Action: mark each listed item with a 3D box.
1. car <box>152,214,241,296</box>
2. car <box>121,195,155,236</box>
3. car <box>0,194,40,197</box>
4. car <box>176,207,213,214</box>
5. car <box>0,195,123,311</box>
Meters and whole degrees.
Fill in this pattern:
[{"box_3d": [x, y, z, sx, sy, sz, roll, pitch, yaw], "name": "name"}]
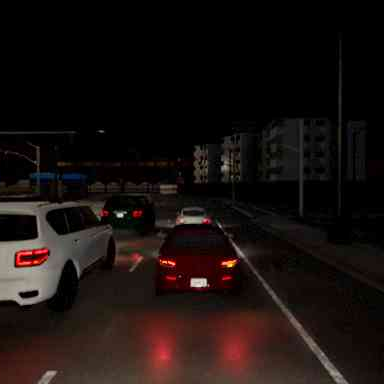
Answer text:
[{"box_3d": [0.121, 1.521, 8.503, 1.812, 1.442, 4.674, 0, 0, 0], "name": "car"}, {"box_3d": [-3.351, 1.178, 18.219, 2.150, 2.045, 5.566, 0, 0, 0], "name": "car"}, {"box_3d": [-10.463, 1.166, 19.746, 2.150, 2.045, 5.566, 0, 0, 0], "name": "car"}, {"box_3d": [0.116, 1.489, 17.590, 1.812, 1.442, 4.674, 0, 0, 1], "name": "car"}, {"box_3d": [-3.383, 1.218, 7.860, 2.150, 2.045, 5.566, 0, 0, 0], "name": "car"}]
